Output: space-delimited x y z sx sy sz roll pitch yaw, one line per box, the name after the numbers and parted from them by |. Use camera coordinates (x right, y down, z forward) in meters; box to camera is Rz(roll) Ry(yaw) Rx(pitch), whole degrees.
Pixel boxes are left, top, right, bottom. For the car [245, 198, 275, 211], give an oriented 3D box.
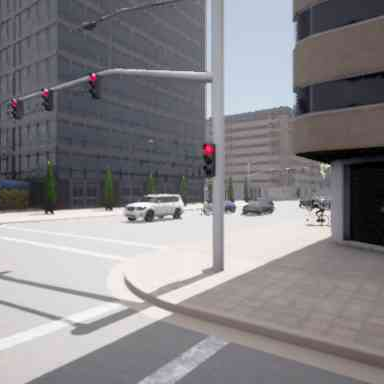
8.754 1.495 42.458 1.837 1.490 4.892 0 0 36 | car

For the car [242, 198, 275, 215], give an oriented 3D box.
6.731 1.556 33.440 1.994 1.385 4.181 0 0 36 | car

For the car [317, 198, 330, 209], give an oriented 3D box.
18.404 1.498 43.589 1.837 1.490 4.892 0 0 37 | car

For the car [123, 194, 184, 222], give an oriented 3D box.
-2.897 1.212 26.510 2.150 2.045 5.566 0 0 36 | car

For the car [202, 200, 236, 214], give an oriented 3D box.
2.852 1.516 34.387 1.812 1.442 4.674 0 0 36 | car

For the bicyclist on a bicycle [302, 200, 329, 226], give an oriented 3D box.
7.675 1.297 20.670 1.656 1.620 0.582 0 0 36 | bicyclist on a bicycle

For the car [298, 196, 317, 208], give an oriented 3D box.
16.767 1.346 47.204 2.097 1.767 4.553 0 0 36 | car
